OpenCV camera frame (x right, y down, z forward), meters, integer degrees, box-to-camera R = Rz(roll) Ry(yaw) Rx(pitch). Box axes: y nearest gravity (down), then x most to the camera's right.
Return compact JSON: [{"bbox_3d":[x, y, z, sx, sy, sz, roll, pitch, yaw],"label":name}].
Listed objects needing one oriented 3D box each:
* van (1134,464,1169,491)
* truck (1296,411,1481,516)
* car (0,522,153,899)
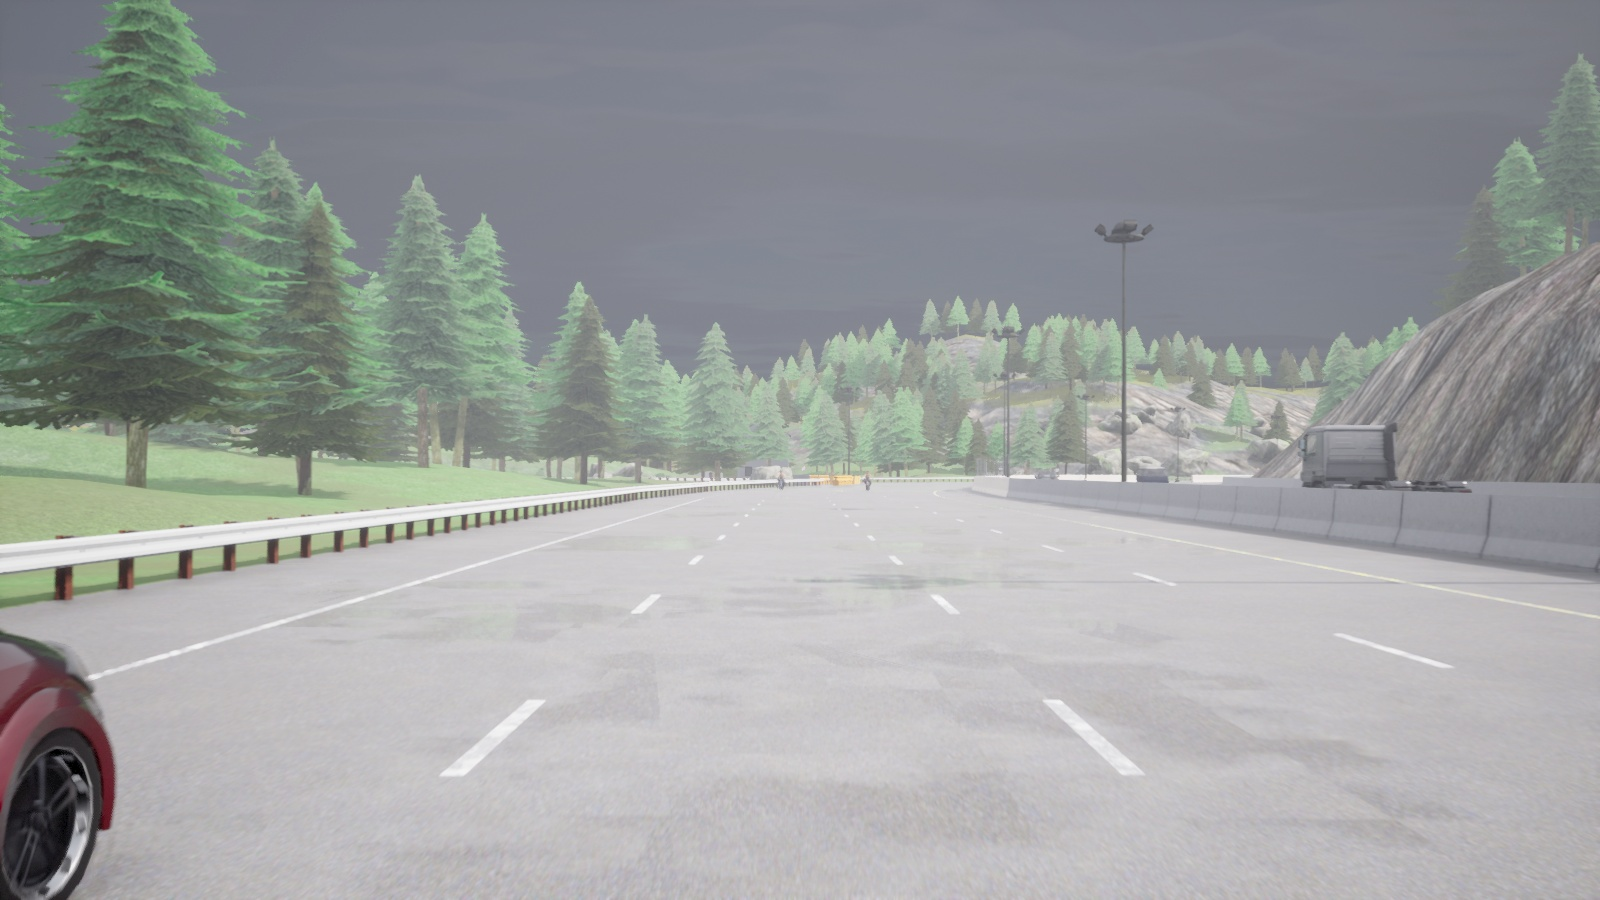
[{"bbox_3d":[25.712,2.005,92.016,1.775,1.987,4.442,0,-1,7],"label":"van"},{"bbox_3d":[20.886,0.506,45.202,2.891,3.462,7.936,0,-1,0],"label":"truck"},{"bbox_3d":[-3.500,0.939,2.763,1.994,1.385,4.181,0,-1,0],"label":"car"}]
